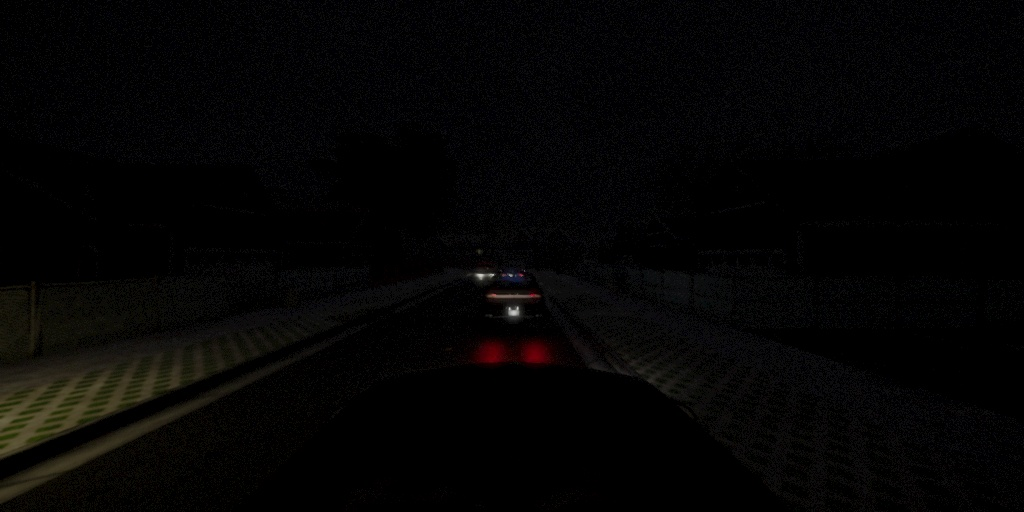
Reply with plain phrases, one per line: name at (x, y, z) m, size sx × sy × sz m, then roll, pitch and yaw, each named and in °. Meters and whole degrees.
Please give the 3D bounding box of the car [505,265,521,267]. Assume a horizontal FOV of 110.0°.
car at (0.062, 1.420, 27.869) m, size 2.033 × 1.411 × 5.357 m, roll 0°, pitch 0°, yaw 0°

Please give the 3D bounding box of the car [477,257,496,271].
car at (-3.303, 1.183, 46.343) m, size 2.150 × 2.045 × 5.566 m, roll 0°, pitch -1°, yaw -7°

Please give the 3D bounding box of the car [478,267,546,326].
car at (0.060, 1.290, 11.872) m, size 2.128 × 1.511 × 4.902 m, roll 0°, pitch 0°, yaw 0°
